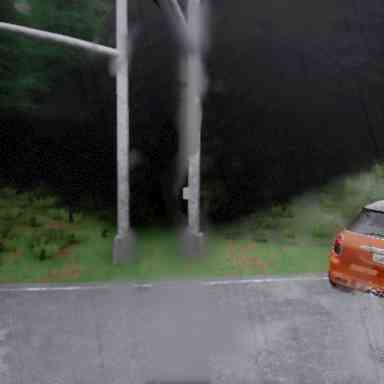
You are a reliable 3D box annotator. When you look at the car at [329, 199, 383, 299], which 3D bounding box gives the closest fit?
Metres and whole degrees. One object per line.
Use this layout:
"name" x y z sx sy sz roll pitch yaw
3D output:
"car" 4.746 0.800 6.472 4.553 1.767 2.097 -9 11 -34
